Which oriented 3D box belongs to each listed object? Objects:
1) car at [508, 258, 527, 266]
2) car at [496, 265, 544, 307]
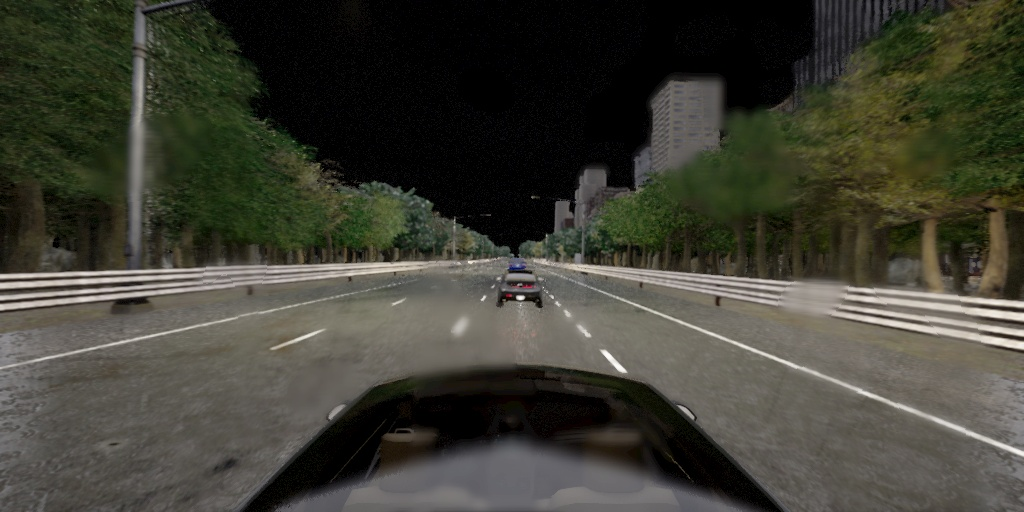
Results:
[{"bbox_3d":[0.707,1.336,47.010,2.150,2.045,5.566,1,-1,1],"label":"car"},{"bbox_3d":[0.359,1.367,16.174,1.837,1.490,4.892,1,0,1],"label":"car"}]
